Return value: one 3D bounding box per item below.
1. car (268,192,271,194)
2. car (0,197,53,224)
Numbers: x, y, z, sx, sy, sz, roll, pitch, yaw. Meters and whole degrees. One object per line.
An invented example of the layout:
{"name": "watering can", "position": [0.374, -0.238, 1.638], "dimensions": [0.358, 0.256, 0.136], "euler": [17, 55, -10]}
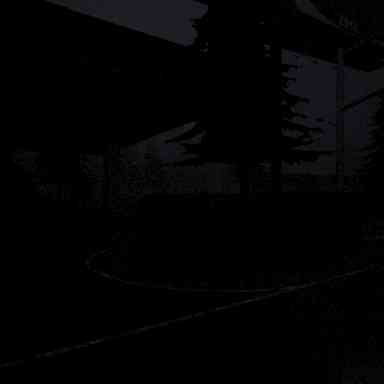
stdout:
{"name": "car", "position": [6.182, 1.050, 28.667], "dimensions": [2.150, 2.045, 5.566], "euler": [0, 1, -34]}
{"name": "car", "position": [-12.018, 1.313, 23.448], "dimensions": [3.866, 1.878, 1.905], "euler": [0, 0, -36]}
